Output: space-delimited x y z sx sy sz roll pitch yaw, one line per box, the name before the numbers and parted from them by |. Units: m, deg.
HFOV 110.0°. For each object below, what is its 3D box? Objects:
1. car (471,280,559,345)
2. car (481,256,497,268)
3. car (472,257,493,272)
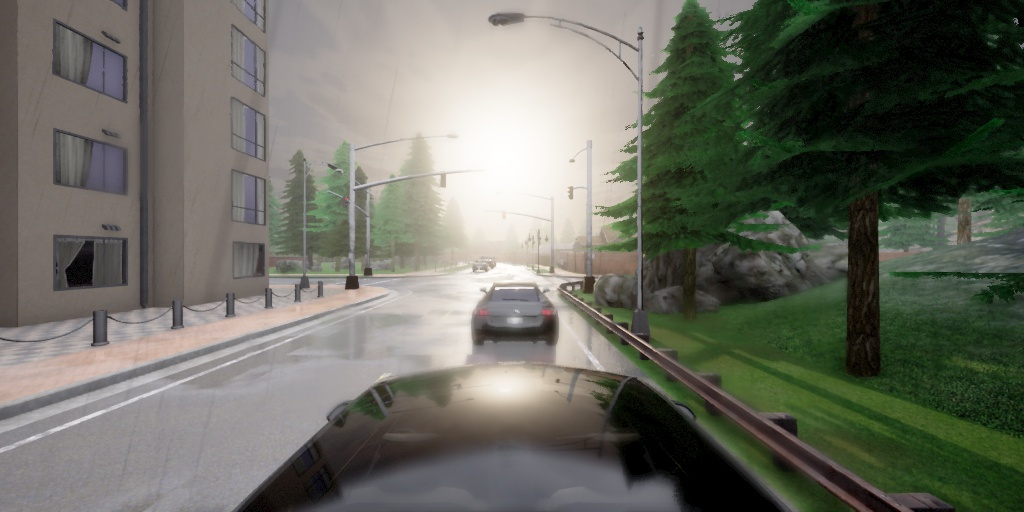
car | 0.083 1.314 9.468 1.994 1.385 4.181 0 0 1
car | -3.976 0.942 56.163 2.150 2.045 5.566 0 0 0
car | -3.934 1.212 45.556 2.128 1.511 4.902 0 0 0
